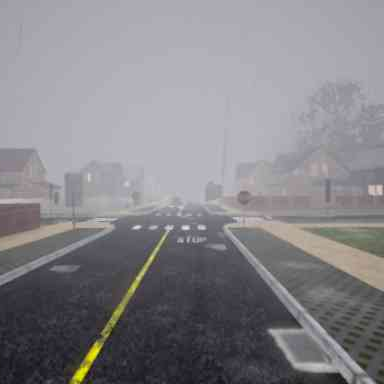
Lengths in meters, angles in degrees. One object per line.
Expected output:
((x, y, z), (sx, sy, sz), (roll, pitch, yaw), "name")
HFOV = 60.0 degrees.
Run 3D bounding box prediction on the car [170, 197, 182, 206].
((-2.740, 1.606, 58.697), (1.882, 1.535, 5.008), (0, 1, 0), "car")
